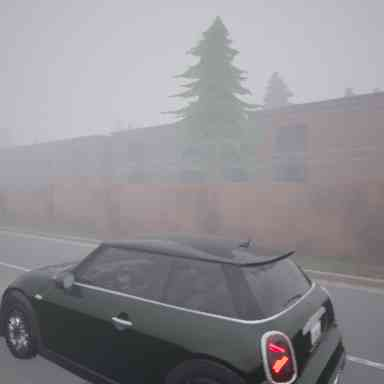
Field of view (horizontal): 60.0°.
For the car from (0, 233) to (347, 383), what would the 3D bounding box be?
[{"bbox_3d":[-0.550,1.332,4.389,4.553,1.767,2.097,0,0,35],"label":"car"}]
